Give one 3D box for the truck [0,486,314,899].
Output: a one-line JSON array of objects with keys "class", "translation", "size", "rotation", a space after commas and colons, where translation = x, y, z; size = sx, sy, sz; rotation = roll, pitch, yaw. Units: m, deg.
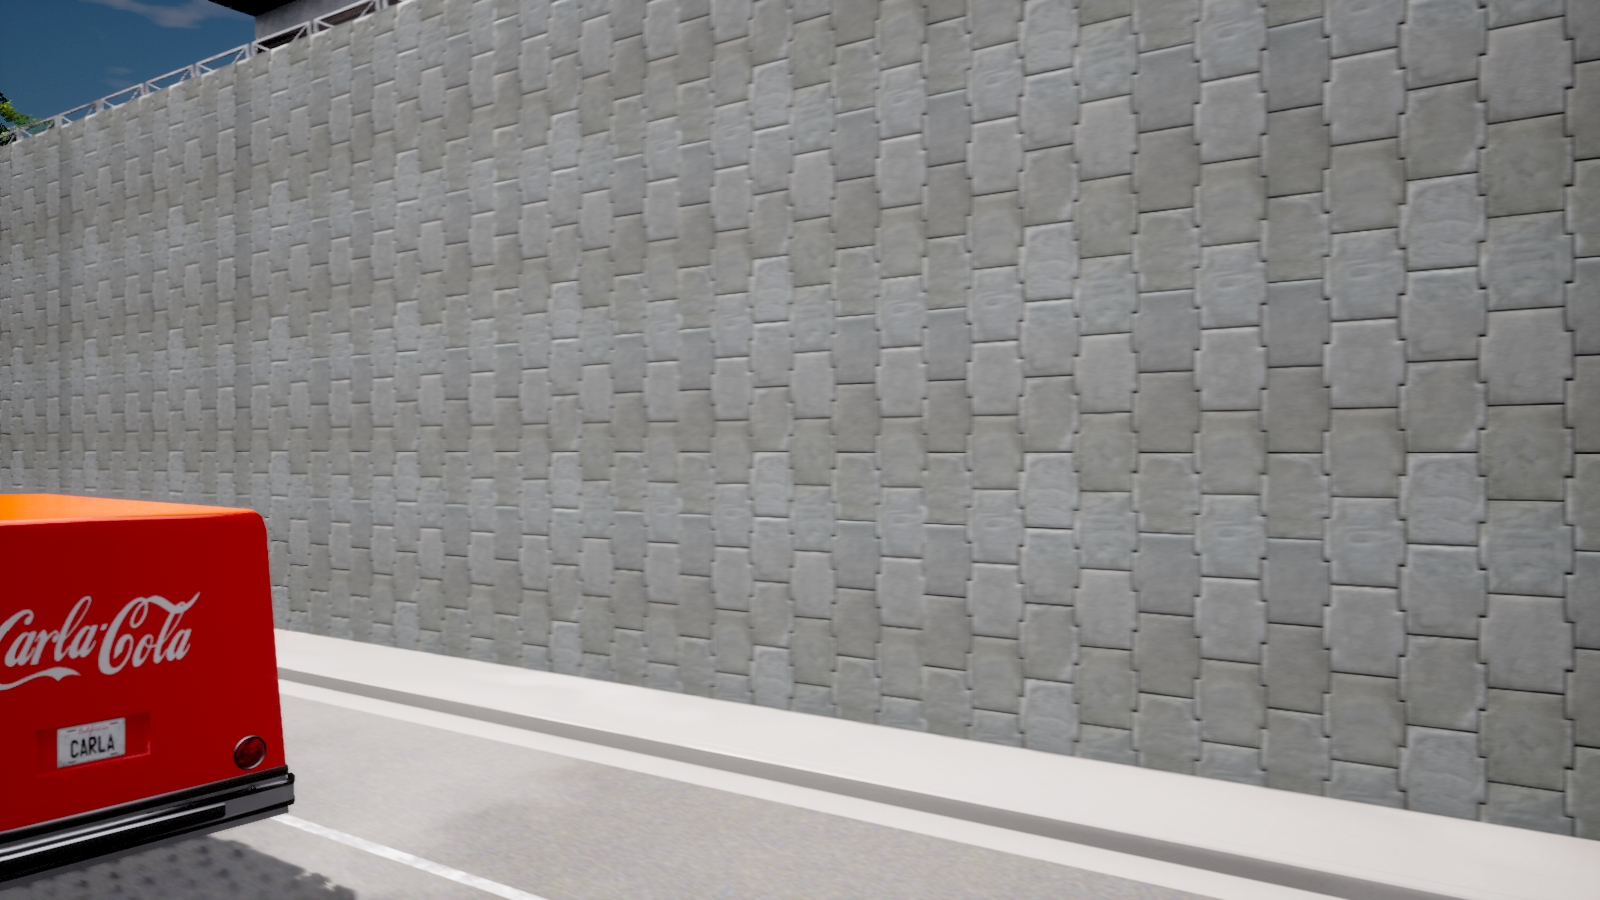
[{"class": "truck", "translation": [-6.099, 1.568, 8.027], "size": [5.204, 2.467, 2.627], "rotation": [0, 0, 36]}]
